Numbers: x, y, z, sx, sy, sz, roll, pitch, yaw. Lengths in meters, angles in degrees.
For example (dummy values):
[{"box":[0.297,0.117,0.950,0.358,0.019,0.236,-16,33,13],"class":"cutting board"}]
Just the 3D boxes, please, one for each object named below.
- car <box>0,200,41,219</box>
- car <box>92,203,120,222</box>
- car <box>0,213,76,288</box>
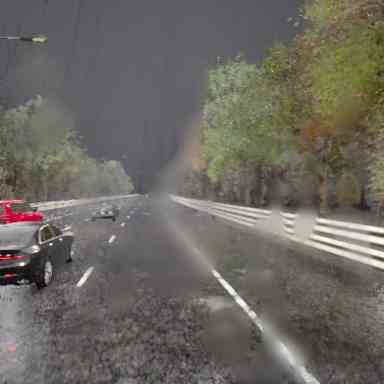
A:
[{"box":[-9.184,1.413,16.582,2.150,2.045,5.566,-1,0,-8],"class":"car"},{"box":[-7.149,1.665,27.807,2.033,1.411,5.357,-1,0,-8],"class":"car"},{"box":[-4.612,1.598,9.374,1.837,1.490,4.892,-1,0,-8],"class":"car"}]
